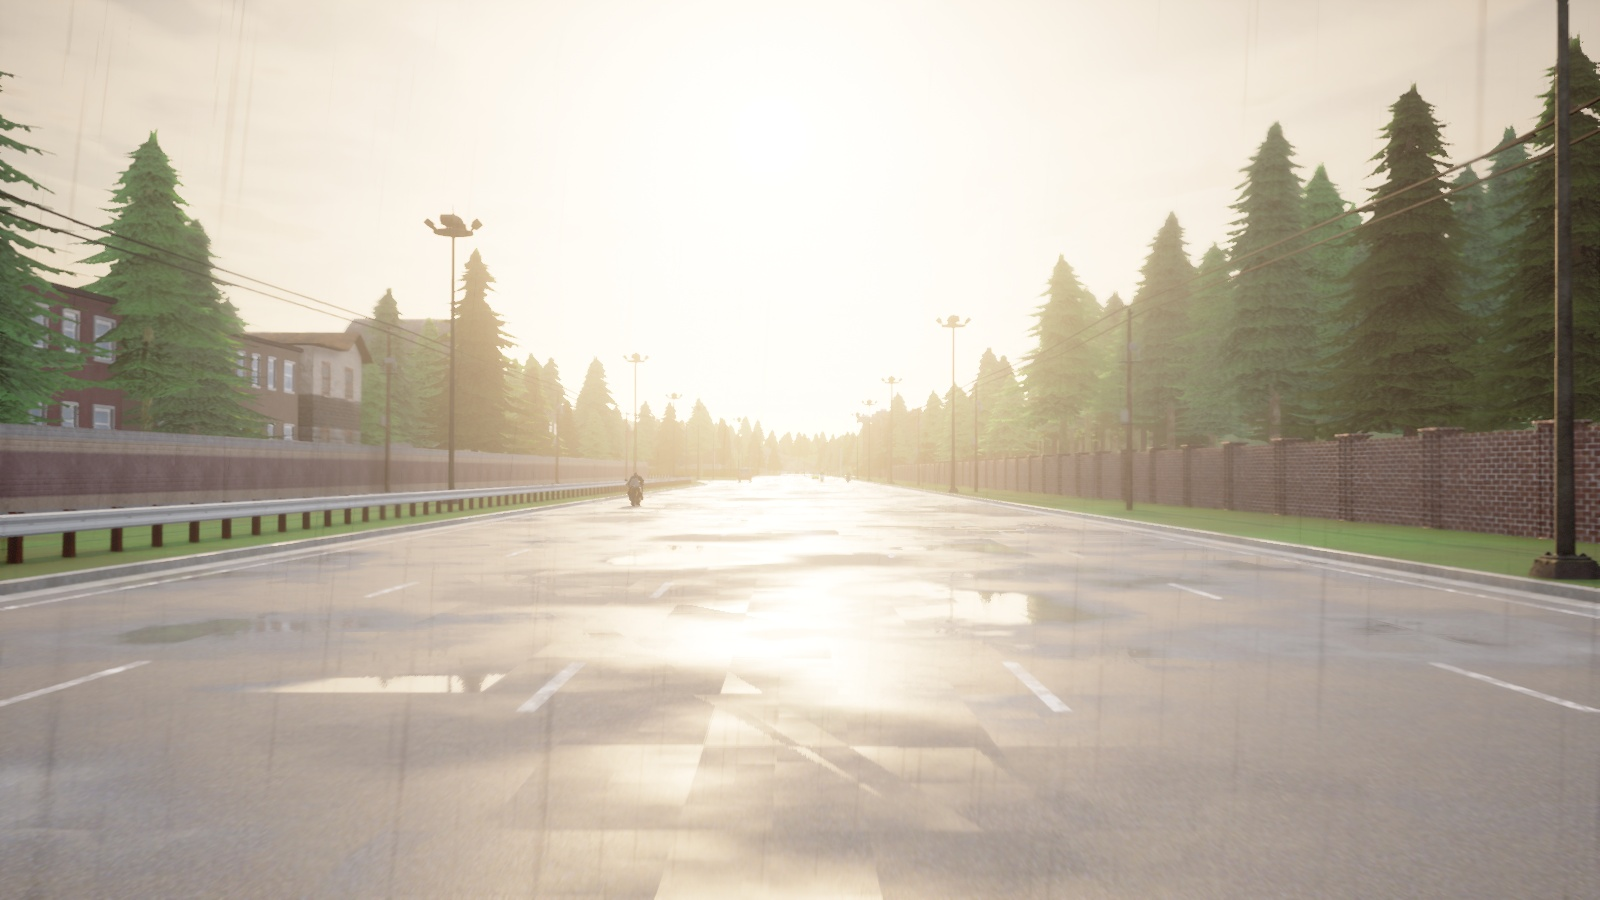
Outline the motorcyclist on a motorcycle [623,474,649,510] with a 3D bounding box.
[{"bbox_3d":[-7.131,1.794,54.695,0.866,1.530,2.191,0,-1,0],"label":"motorcyclist on a motorcycle"}]
